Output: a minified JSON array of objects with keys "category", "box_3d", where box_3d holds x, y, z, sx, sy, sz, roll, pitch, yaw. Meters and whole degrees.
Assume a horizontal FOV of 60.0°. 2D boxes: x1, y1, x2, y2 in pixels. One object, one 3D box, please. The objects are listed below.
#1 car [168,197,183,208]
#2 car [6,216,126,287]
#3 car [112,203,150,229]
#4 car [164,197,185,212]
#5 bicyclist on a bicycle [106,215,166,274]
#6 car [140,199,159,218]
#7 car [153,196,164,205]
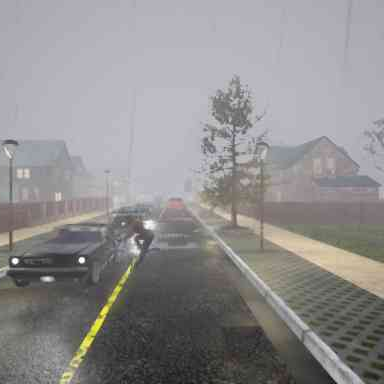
[{"category":"car","box_3d":[-2.479,1.542,49.793,2.128,1.511,4.902,0,0,-3]},{"category":"car","box_3d":[-3.284,1.602,9.494,1.895,1.301,4.718,0,0,-3]},{"category":"car","box_3d":[-3.856,1.571,20.319,1.994,1.385,4.181,0,0,-3]},{"category":"car","box_3d":[-1.945,1.382,39.741,2.097,1.767,4.553,0,0,-3]},{"category":"bicyclist on a bicycle","box_3d":[-1.543,1.449,9.162,1.656,1.620,0.582,-2,0,-3]},{"category":"car","box_3d":[-4.374,1.618,30.578,1.895,1.301,4.718,0,0,-3]},{"category":"car","box_3d":[-5.942,1.431,59.883,2.097,1.767,4.553,0,0,-3]}]
